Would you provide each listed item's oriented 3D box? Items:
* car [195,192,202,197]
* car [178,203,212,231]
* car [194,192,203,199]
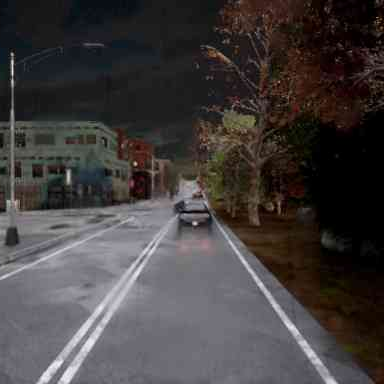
[{"bbox_3d":[1.870,0.682,90.556,1.895,1.301,4.718,0,1,2],"label":"car"},{"bbox_3d":[0.181,1.395,19.676,2.128,1.511,4.902,0,0,0],"label":"car"},{"bbox_3d":[1.558,0.709,80.494,2.097,1.767,4.553,0,1,2],"label":"car"}]
